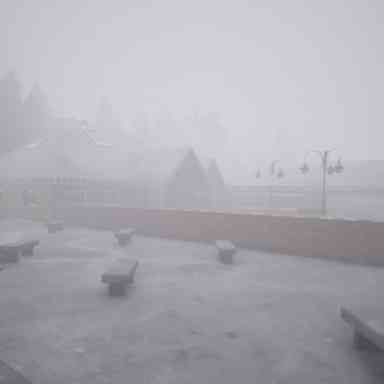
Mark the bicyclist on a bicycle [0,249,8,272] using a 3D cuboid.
[{"bbox_3d":[-5.244,1.267,7.928,0.582,1.620,1.656,1,0,38],"label":"bicyclist on a bicycle"}]
